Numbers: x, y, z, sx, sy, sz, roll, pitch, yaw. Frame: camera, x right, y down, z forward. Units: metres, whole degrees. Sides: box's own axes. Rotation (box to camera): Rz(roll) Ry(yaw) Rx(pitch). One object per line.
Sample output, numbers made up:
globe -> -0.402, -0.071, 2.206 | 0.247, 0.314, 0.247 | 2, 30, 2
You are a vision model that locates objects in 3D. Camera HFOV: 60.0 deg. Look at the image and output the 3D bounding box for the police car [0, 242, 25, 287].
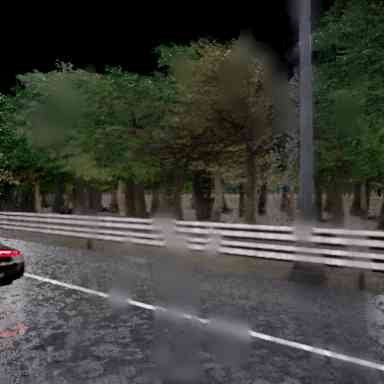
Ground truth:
police car -> -6.406, 1.606, 8.498 | 4.974, 1.542, 2.038 | -1, -1, 36
